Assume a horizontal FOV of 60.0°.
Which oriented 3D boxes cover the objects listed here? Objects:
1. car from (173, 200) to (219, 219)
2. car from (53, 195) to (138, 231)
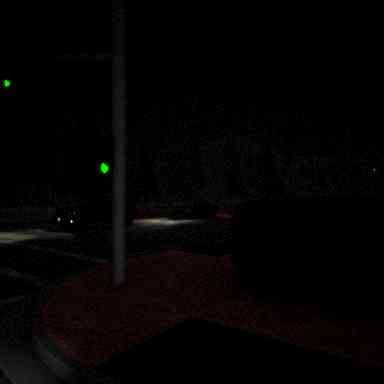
[{"bbox_3d":[0.393,1.478,29.389,1.882,1.535,5.008,0,0,39],"label":"car"},{"bbox_3d":[-5.968,1.221,21.371,2.150,2.045,5.566,0,0,38],"label":"car"}]
